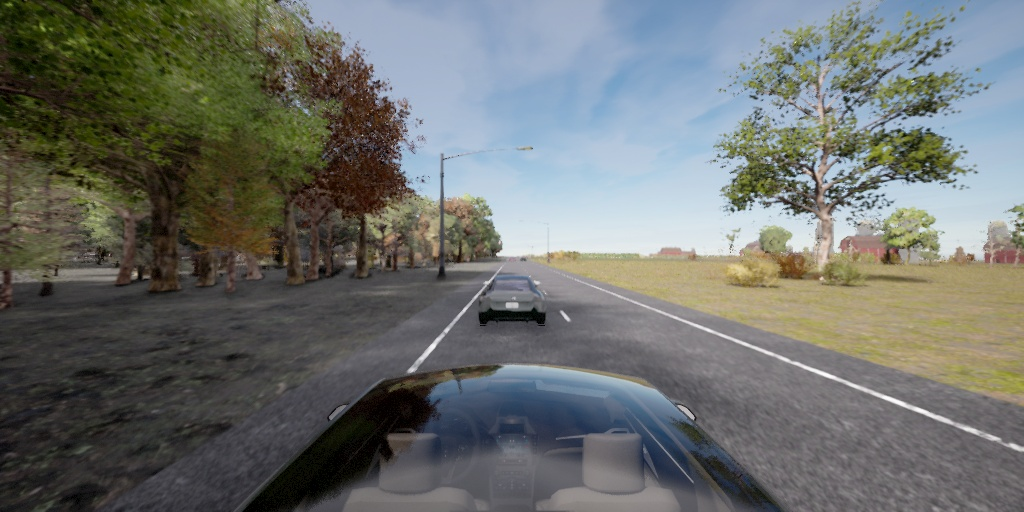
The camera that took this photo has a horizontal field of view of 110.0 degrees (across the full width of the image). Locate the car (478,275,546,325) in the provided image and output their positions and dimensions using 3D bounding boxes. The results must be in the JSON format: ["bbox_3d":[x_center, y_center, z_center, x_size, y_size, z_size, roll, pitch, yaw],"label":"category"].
[{"bbox_3d":[0.006,1.305,11.709,1.994,1.385,4.181,0,0,0],"label":"car"}]
